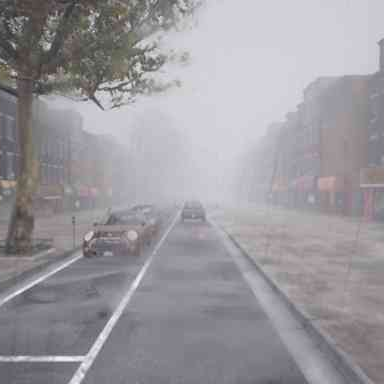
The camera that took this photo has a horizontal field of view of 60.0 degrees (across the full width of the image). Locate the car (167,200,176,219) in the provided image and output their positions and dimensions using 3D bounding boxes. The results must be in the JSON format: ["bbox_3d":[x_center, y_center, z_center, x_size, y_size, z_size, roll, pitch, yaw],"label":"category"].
[{"bbox_3d":[-2.655,1.629,29.129,1.802,1.307,4.206,-1,0,0],"label":"car"}]

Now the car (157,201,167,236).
[{"bbox_3d":[-2.652,1.447,18.067,1.967,1.590,4.097,-1,0,0],"label":"car"}]

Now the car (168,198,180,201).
[{"bbox_3d":[-2.656,1.621,34.663,2.008,1.369,4.403,-1,0,0],"label":"car"}]

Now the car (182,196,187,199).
[{"bbox_3d":[0.092,1.588,41.501,2.128,1.511,4.902,0,0,0],"label":"car"}]

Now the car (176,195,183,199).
[{"bbox_3d":[-2.659,1.546,45.733,1.967,1.590,4.097,-1,0,0],"label":"car"}]

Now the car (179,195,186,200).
[{"bbox_3d":[-2.663,1.608,95.555,1.947,1.339,4.313,0,0,0],"label":"car"}]

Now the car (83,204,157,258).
[{"bbox_3d":[-2.650,1.437,12.535,1.967,1.590,4.097,-1,0,0],"label":"car"}]

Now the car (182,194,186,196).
[{"bbox_3d":[-2.661,1.662,67.873,1.887,1.381,4.507,-1,0,0],"label":"car"}]

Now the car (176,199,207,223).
[{"bbox_3d":[0.092,1.523,25.770,2.128,1.511,4.902,0,0,0],"label":"car"}]

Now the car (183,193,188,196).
[{"bbox_3d":[-2.664,1.637,84.476,1.887,1.381,4.507,0,0,0],"label":"car"}]
